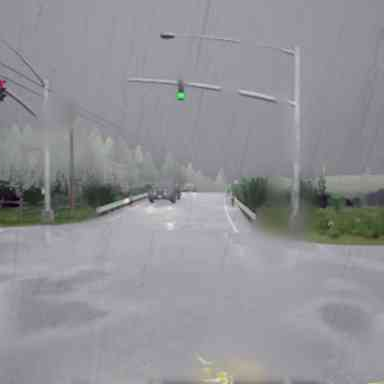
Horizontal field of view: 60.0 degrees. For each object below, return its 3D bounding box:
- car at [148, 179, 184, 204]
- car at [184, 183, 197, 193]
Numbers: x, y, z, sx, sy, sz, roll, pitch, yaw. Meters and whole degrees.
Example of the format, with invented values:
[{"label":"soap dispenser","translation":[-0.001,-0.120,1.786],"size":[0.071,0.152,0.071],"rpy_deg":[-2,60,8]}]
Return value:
[{"label":"car","translation":[-2.364,-0.149,30.142],"size":[2.150,2.045,5.566],"rpy_deg":[0,4,6]},{"label":"car","translation":[-0.282,-0.600,50.069],"size":[1.837,1.490,4.892],"rpy_deg":[0,0,7]}]
